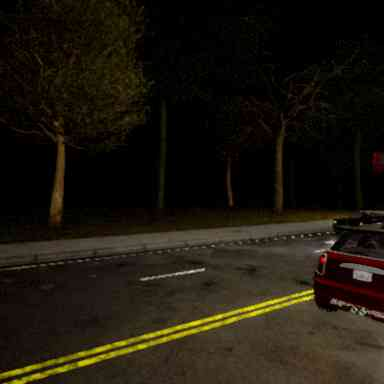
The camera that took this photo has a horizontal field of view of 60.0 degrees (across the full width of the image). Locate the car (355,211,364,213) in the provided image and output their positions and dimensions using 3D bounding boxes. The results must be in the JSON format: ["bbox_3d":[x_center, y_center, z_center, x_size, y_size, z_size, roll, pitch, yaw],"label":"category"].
[{"bbox_3d":[9.911,1.722,18.677,4.718,1.301,1.895,0,0,-35],"label":"car"}]

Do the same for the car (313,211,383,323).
[{"bbox_3d":[4.496,1.397,6.620,4.553,1.767,2.097,1,0,-35],"label":"car"}]

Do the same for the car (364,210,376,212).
[{"bbox_3d":[9.968,1.458,14.730,4.553,1.767,2.097,0,0,-35],"label":"car"}]
